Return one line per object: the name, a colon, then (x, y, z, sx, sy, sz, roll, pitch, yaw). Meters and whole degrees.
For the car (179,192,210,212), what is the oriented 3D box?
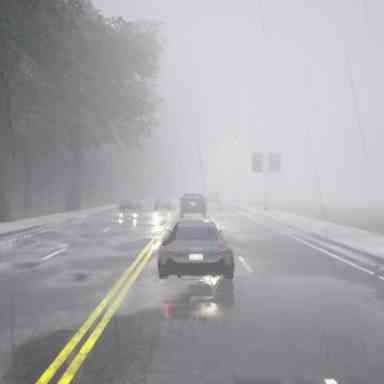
car: (0.101, 1.090, 28.598, 2.150, 2.045, 5.566, 0, 0, 0)

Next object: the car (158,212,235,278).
car: (0.100, 1.516, 9.967, 1.994, 1.385, 4.181, 0, 0, 0)

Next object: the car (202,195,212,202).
car: (3.252, 1.315, 71.966, 1.994, 1.385, 4.181, 0, 0, 0)

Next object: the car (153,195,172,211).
car: (-3.340, 1.358, 38.436, 1.812, 1.442, 4.674, 0, 0, 0)

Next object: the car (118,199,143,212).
car: (-6.594, 1.442, 35.907, 1.895, 1.301, 4.718, 0, 0, 0)

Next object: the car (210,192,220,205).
car: (3.352, 1.014, 54.380, 2.150, 2.045, 5.566, 0, 0, 0)

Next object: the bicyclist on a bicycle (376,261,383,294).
bicyclist on a bicycle: (4.143, 1.338, 6.590, 0.659, 1.776, 1.843, 0, 1, 0)
